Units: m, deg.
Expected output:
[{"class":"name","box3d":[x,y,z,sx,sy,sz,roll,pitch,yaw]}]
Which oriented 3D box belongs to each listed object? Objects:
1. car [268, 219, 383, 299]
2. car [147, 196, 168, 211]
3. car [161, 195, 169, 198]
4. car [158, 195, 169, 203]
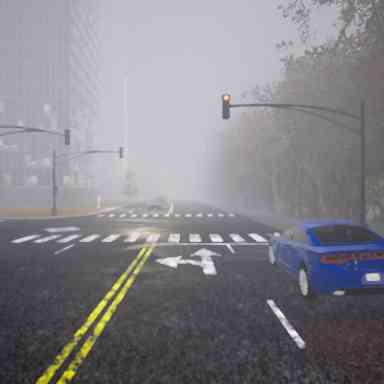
[{"class":"car","box3d":[3.269,1.429,8.432,1.882,1.535,5.008,-3,-1,1]},{"class":"car","box3d":[-4.240,1.506,39.606,2.033,1.411,5.357,0,0,-2]},{"class":"car","box3d":[-5.019,1.424,55.168,1.882,1.535,5.008,0,0,-3]},{"class":"car","box3d":[-5.979,1.411,70.456,2.128,1.511,4.902,0,0,-4]}]
